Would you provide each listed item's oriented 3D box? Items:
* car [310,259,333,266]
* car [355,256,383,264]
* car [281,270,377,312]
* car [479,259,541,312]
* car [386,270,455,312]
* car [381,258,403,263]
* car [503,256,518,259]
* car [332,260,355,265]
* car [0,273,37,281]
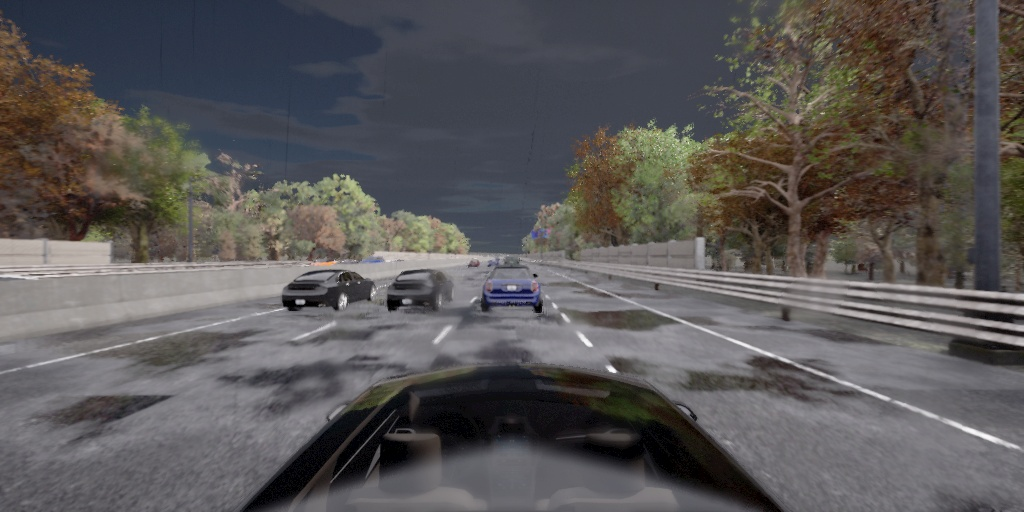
[{"bbox_3d":[-28.008,1.197,53.343,2.097,1.767,4.553,0,0,1],"label":"car"},{"bbox_3d":[-21.037,1.060,54.211,2.150,2.045,5.566,0,0,1],"label":"car"},{"bbox_3d":[-7.003,1.279,14.291,1.837,1.490,4.892,0,0,0],"label":"car"},{"bbox_3d":[-0.007,1.124,14.490,2.097,1.767,4.553,0,0,0],"label":"car"},{"bbox_3d":[-3.505,1.279,14.412,1.837,1.490,4.892,0,0,0],"label":"car"},{"bbox_3d":[-17.536,1.393,54.383,2.033,1.411,5.357,0,0,1],"label":"car"},{"bbox_3d":[-0.011,1.059,50.085,2.150,2.045,5.566,0,0,0],"label":"car"},{"bbox_3d":[-24.538,1.341,54.322,2.128,1.511,4.902,0,0,1],"label":"car"},{"bbox_3d":[-17.588,1.294,11.462,1.812,1.442,4.674,0,0,0],"label":"car"}]
